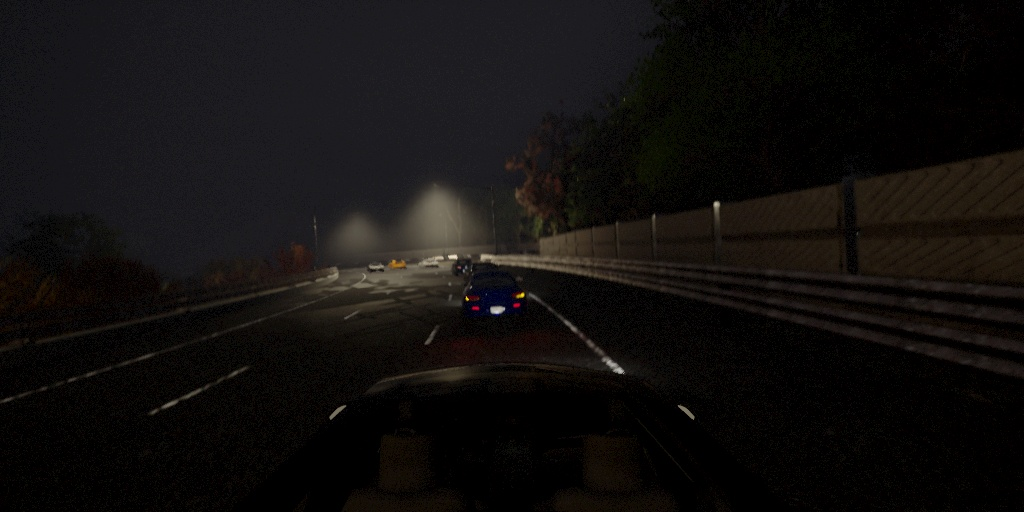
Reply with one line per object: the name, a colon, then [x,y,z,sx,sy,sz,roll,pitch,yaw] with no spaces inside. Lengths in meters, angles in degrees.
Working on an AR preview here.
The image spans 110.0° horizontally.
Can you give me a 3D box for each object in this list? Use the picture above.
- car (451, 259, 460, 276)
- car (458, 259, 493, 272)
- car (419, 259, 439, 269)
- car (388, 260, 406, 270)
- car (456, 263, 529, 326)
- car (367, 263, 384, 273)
car: [-4.446,0.970,32.662,2.033,1.411,5.357,-4,1,-14]
car: [-1.717,1.046,20.481,2.033,1.411,5.357,-4,1,-11]
car: [-12.047,1.130,51.549,1.895,1.301,4.718,-4,1,-26]
car: [-17.390,1.306,54.164,1.882,1.535,5.008,-4,1,-28]
car: [-0.610,1.145,11.249,1.812,1.442,4.674,-4,1,-5]
car: [-19.270,1.634,50.355,1.895,1.301,4.718,-4,1,-28]
